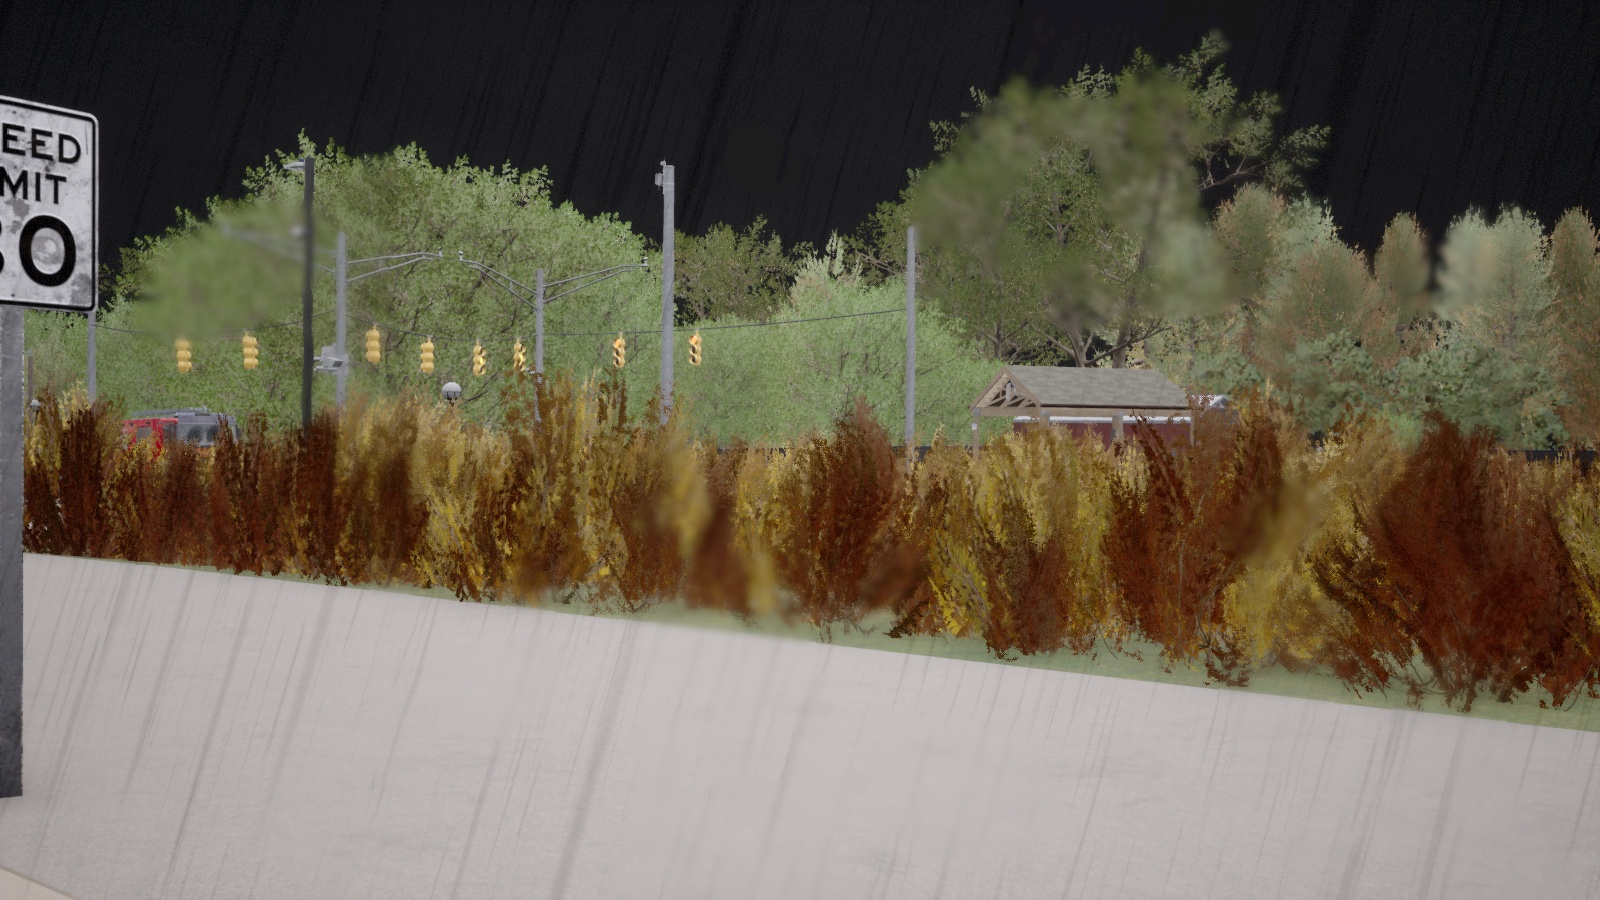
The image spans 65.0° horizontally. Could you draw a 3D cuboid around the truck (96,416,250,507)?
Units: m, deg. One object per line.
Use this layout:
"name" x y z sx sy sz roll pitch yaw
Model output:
"truck" -28.529 0.575 56.951 8.468 3.827 2.891 -2 0 39
